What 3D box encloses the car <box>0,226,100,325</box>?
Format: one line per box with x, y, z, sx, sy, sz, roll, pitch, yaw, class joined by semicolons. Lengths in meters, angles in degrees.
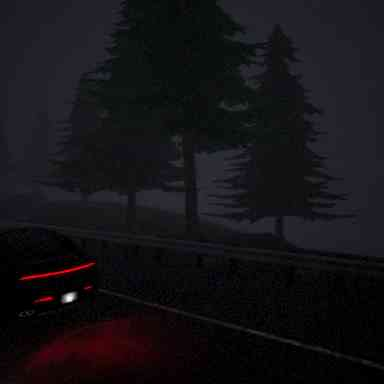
-3.961;1.469;6.894;4.892;1.490;1.837;0;0;36;car
